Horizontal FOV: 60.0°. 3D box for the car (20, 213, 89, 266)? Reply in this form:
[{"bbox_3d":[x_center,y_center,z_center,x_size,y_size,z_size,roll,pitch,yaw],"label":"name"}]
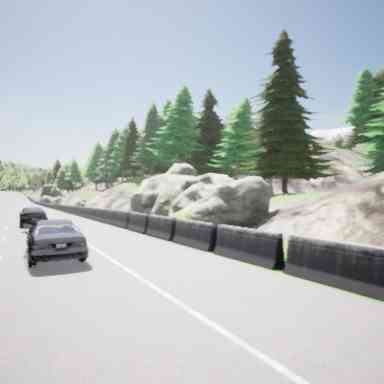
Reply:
[{"bbox_3d":[-5.164,1.732,12.377,2.033,1.411,5.357,0,-1,-28],"label":"car"}]

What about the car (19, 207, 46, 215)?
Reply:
[{"bbox_3d":[-13.022,1.974,27.216,1.882,1.535,5.008,0,-1,-28],"label":"car"}]
